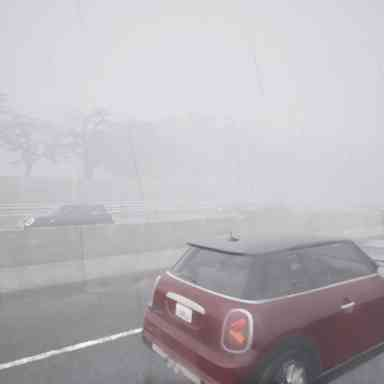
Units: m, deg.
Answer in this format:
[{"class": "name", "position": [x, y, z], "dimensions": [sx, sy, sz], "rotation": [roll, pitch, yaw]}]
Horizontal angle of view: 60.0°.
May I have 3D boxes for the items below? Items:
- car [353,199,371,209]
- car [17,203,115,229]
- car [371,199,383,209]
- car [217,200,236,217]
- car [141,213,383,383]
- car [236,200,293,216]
[{"class": "car", "position": [24.681, 1.653, 47.055], "dimensions": [4.181, 1.385, 1.994], "rotation": [0, 0, -35]}, {"class": "car", "position": [-6.241, 1.353, 16.730], "dimensions": [4.553, 1.767, 2.097], "rotation": [0, 0, -35]}, {"class": "car", "position": [26.418, 1.636, 44.005], "dimensions": [5.357, 1.411, 2.033], "rotation": [0, 0, -34]}, {"class": "car", "position": [4.555, 1.513, 32.049], "dimensions": [4.902, 1.511, 2.128], "rotation": [0, 0, -38]}, {"class": "car", "position": [1.638, 1.355, 4.909], "dimensions": [4.553, 1.767, 2.097], "rotation": [0, 0, -35]}, {"class": "car", "position": [6.879, 1.571, 30.201], "dimensions": [5.357, 1.411, 2.033], "rotation": [0, 0, -35]}]
